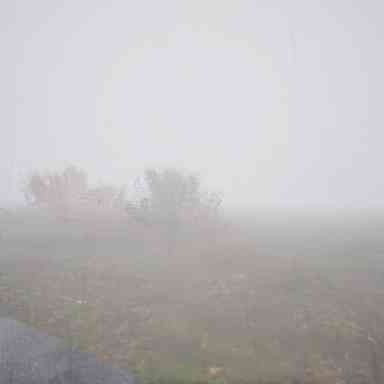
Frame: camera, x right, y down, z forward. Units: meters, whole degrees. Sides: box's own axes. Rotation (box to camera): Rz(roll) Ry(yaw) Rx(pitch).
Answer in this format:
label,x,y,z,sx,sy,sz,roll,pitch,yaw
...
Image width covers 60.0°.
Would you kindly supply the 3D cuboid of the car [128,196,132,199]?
label,x,y,z,sx,sy,sz,roll,pitch,yaw
car,-12.763,1.612,68.760,2.033,1.411,5.357,-1,-1,36
